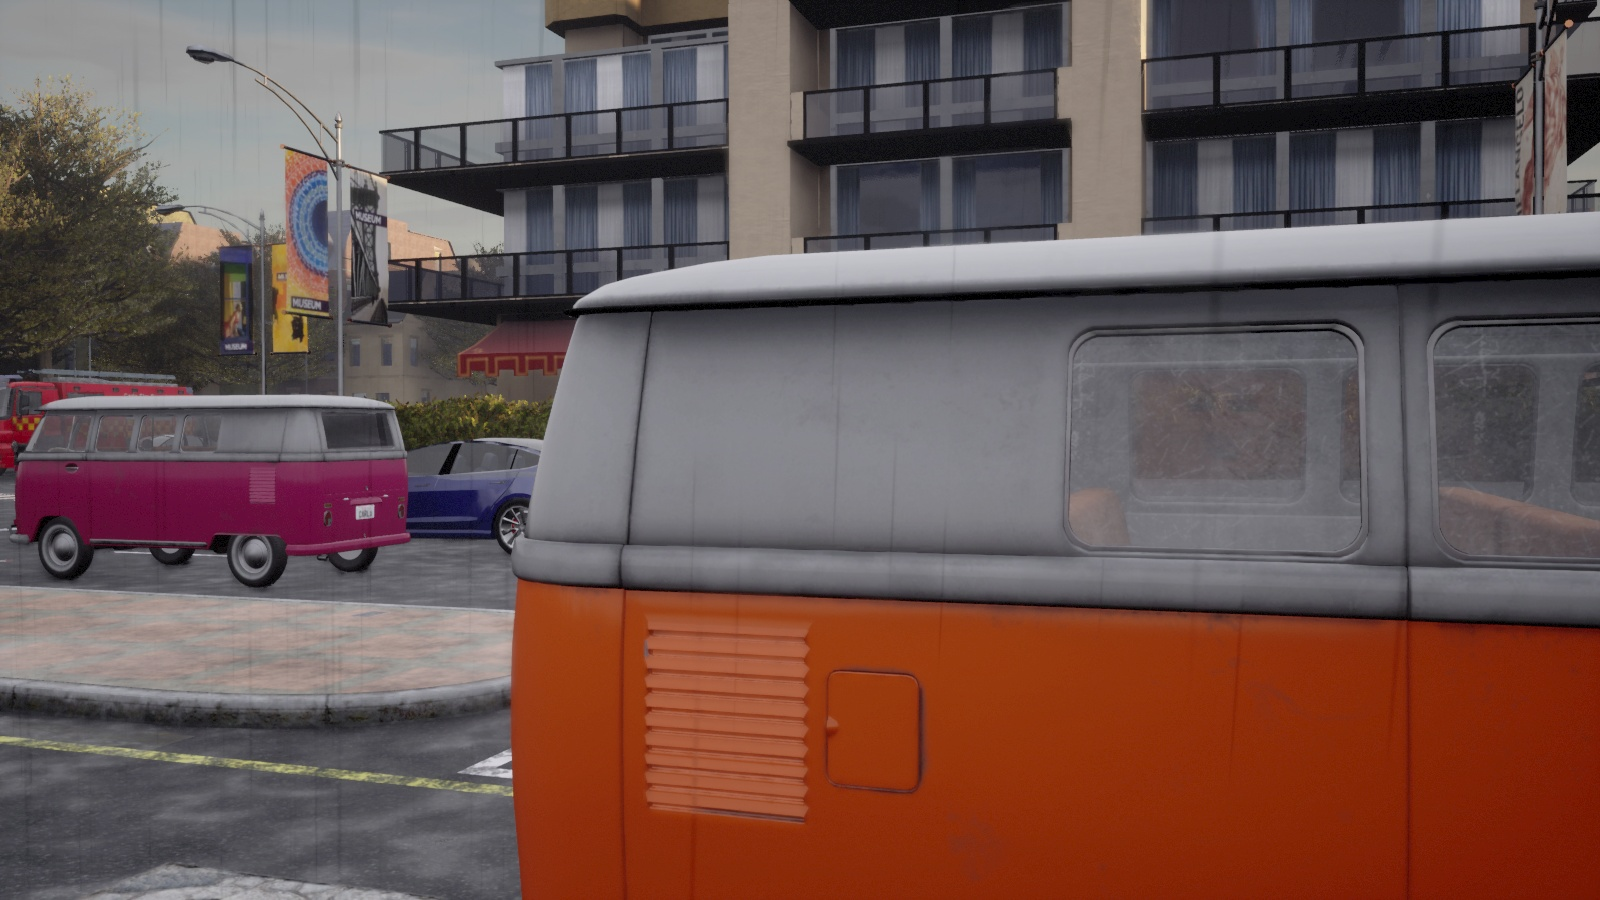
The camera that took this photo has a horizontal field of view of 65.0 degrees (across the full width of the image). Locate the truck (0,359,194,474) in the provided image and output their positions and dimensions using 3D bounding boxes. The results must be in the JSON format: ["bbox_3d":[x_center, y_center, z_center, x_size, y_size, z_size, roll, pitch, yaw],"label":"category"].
[{"bbox_3d":[-26.770,-1.180,46.298,2.891,3.827,8.468,1,1,18],"label":"truck"}]

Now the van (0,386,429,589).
[{"bbox_3d":[-6.511,0.334,13.820,4.442,1.987,1.775,1,1,19],"label":"van"}]

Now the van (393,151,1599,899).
[{"bbox_3d":[1.570,0.543,2.661,4.442,1.987,1.775,1,1,19],"label":"van"}]

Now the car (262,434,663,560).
[{"bbox_3d":[-4.484,0.540,16.834,4.792,1.488,2.163,1,1,19],"label":"car"}]
